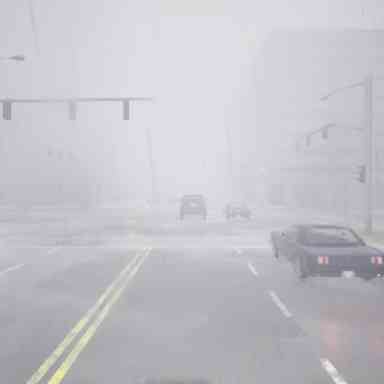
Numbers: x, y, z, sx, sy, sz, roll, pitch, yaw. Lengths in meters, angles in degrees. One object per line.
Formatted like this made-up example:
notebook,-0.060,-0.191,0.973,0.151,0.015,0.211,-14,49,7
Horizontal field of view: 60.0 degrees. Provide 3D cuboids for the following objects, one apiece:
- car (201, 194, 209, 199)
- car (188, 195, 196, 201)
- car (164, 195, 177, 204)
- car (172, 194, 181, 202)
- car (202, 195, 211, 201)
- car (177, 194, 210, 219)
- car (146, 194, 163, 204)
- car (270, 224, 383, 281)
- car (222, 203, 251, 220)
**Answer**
car,3.511,1.343,91.070,1.895,1.301,4.718,0,0,0
car,0.010,1.395,81.077,2.033,1.411,5.357,0,0,0
car,-3.523,1.496,60.603,1.895,1.301,4.718,0,0,1
car,-3.491,1.345,76.539,1.882,1.535,5.008,0,0,0
car,3.510,1.452,81.945,1.895,1.301,4.718,0,0,0
car,0.098,1.172,28.480,2.150,2.045,5.566,0,0,0
car,-7.028,1.247,60.730,2.097,1.767,4.553,0,0,1
car,3.632,1.583,9.800,1.895,1.301,4.718,0,0,2
car,3.597,1.552,27.869,1.895,1.301,4.718,0,0,0
